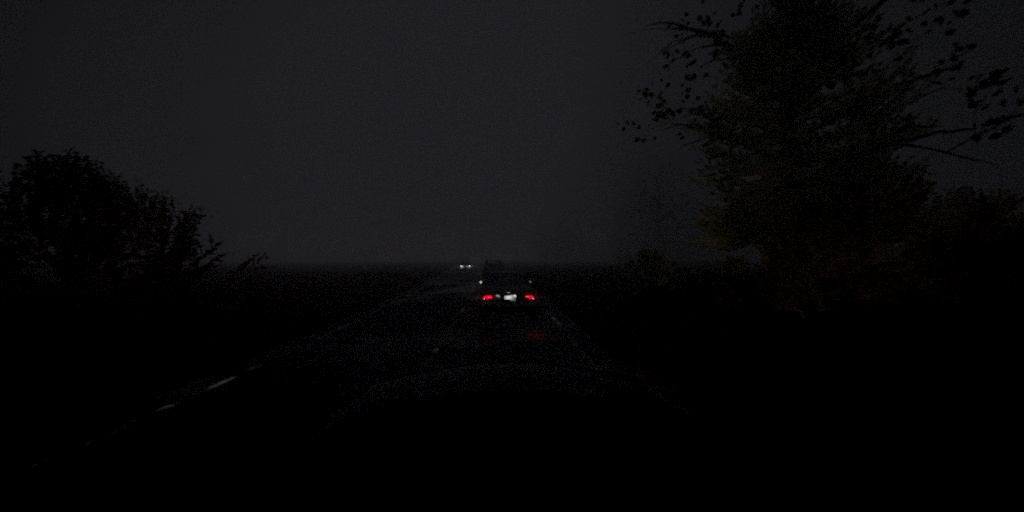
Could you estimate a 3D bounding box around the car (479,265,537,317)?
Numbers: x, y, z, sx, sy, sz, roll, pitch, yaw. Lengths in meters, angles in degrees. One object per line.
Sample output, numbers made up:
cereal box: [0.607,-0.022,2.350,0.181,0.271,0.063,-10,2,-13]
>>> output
car: [-0.211,1.230,12.817,2.033,1.411,5.357,0,0,-3]

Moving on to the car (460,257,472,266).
car: [-8.003,0.937,62.415,2.033,1.411,5.357,0,0,-5]

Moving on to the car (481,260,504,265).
car: [-1.663,1.063,31.229,2.128,1.511,4.902,0,0,-6]
